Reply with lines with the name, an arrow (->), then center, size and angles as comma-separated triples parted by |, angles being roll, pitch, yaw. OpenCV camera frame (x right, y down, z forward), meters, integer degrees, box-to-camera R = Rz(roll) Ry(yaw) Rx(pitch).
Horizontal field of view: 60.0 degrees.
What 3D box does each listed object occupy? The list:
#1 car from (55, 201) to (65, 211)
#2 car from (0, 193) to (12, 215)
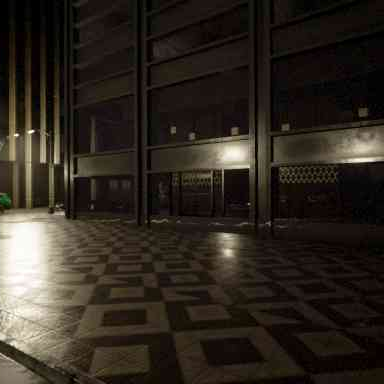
car -> -13.363, 1.326, 38.591 | 1.882, 1.535, 5.008 | 0, 0, 35
car -> -19.387, 1.113, 30.062 | 2.150, 2.045, 5.566 | 0, 0, 37
